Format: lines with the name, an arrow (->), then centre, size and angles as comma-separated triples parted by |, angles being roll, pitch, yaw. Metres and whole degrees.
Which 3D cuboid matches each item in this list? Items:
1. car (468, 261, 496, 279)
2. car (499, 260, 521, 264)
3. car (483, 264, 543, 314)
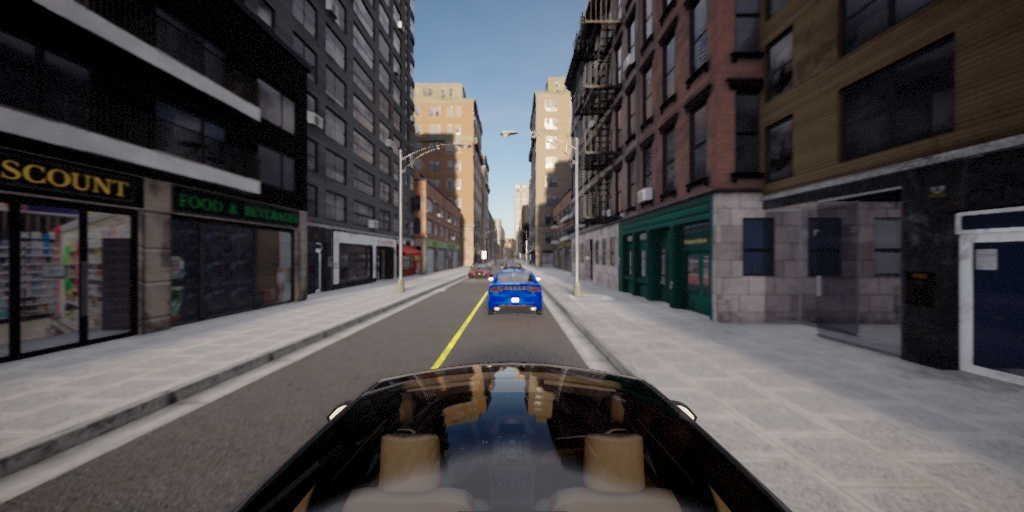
car -> -2.841, 1.369, 33.078 | 1.994, 1.385, 4.181 | 0, 0, 0
car -> 0.105, 1.307, 31.408 | 1.837, 1.490, 4.892 | 0, 0, 0
car -> 0.103, 1.252, 13.862 | 1.882, 1.535, 5.008 | 0, 0, 0
